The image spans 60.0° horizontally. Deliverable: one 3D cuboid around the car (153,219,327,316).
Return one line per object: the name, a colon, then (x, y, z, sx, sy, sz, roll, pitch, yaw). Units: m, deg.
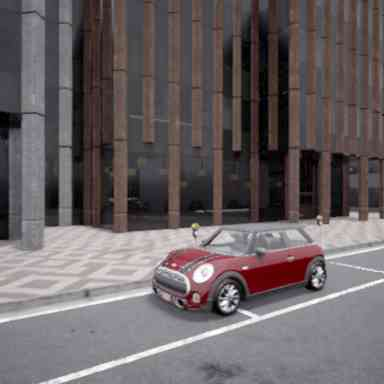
car: (1.146, 1.463, 7.462, 4.097, 1.590, 1.967, 0, 0, -35)
